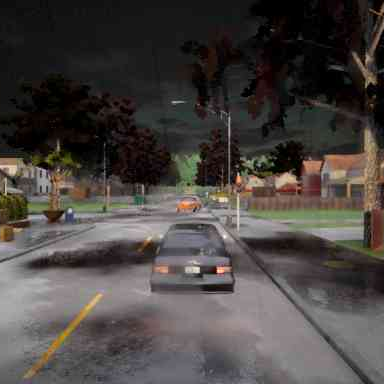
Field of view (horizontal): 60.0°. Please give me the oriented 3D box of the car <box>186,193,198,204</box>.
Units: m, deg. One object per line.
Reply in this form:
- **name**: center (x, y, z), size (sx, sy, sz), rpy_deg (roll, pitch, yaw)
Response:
- **car**: center (-0.047, 1.221, 65.220), size (2.150, 2.045, 5.566), rpy_deg (0, 0, 0)

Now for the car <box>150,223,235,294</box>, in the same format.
- **car**: center (0.022, 1.547, 8.914), size (2.033, 1.411, 5.357), rpy_deg (0, 0, 0)

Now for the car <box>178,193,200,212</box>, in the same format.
- **car**: center (-0.282, 1.352, 38.527), size (2.097, 1.767, 4.553), rpy_deg (0, 0, 8)
